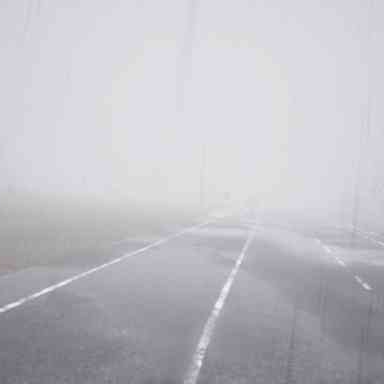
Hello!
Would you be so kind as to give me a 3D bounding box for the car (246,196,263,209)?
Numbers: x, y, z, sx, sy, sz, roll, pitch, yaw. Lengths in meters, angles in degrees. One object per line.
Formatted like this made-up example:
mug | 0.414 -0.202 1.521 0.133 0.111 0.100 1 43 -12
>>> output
car | 10.087 1.637 54.678 2.150 2.045 5.566 4 0 13
